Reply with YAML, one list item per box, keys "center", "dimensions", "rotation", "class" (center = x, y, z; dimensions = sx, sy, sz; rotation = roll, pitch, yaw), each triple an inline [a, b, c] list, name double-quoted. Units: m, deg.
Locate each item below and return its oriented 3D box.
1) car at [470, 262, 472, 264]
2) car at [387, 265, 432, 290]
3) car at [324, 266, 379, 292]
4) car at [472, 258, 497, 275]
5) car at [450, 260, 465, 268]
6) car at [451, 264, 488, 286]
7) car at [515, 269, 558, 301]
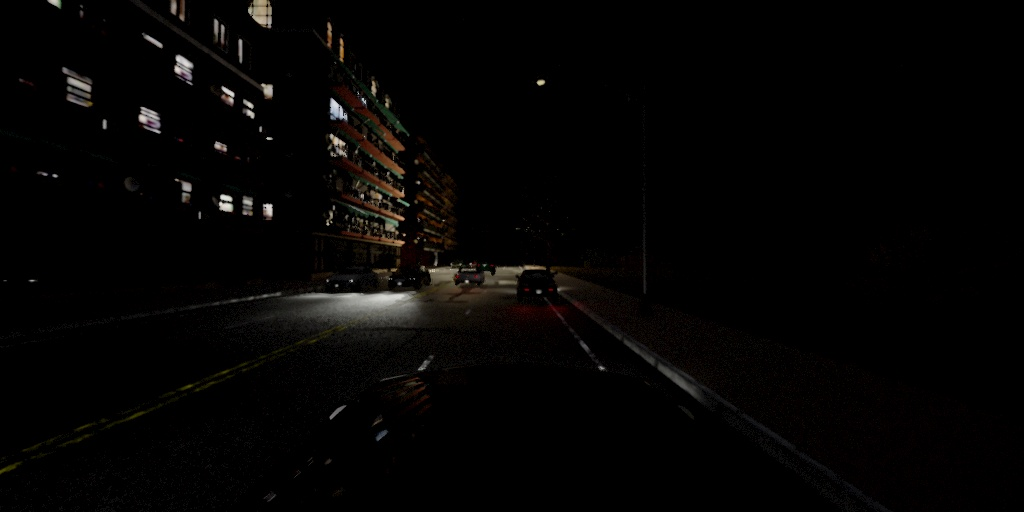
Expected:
- center: [-6.460, 1.440, 65.103]
  dimensions: [2.097, 1.767, 4.553]
  rotation: [0, 0, 1]
  class: "car"
- center: [-6.576, 1.360, 23.444]
  dimensions: [2.128, 1.511, 4.902]
  rotation: [0, 0, 0]
  class: "car"
- center: [-9.813, 1.389, 22.396]
  dimensions: [1.812, 1.442, 4.674]
  rotation: [0, 0, 0]
  class: "car"
- center: [-3.103, 1.196, 43.189]
  dimensions: [2.150, 2.045, 5.566]
  rotation: [0, 0, 0]
  class: "car"
- center: [-9.714, 1.437, 64.358]
  dimensions: [2.097, 1.767, 4.553]
  rotation: [0, 0, 1]
  class: "car"
- center: [-3.121, 1.489, 27.152]
  dimensions: [1.895, 1.301, 4.718]
  rotation: [0, 0, 0]
  class: "car"
- center: [1.156, 1.363, 17.689]
  dimensions: [1.812, 1.442, 4.674]
  rotation: [0, 0, 0]
  class: "car"
